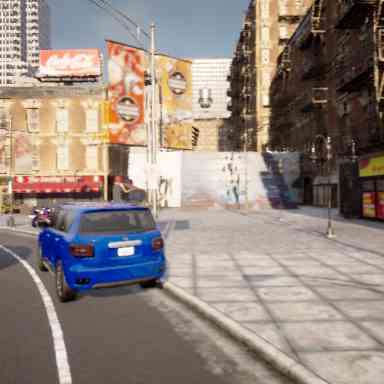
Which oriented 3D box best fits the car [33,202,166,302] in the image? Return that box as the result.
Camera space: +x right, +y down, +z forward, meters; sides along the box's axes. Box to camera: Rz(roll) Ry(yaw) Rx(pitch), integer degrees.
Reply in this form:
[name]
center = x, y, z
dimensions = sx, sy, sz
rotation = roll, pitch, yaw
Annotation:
[car]
center = -2.660, 1.280, 8.809
dimensions = 2.150, 2.045, 5.566
rotation = -1, 0, -31
